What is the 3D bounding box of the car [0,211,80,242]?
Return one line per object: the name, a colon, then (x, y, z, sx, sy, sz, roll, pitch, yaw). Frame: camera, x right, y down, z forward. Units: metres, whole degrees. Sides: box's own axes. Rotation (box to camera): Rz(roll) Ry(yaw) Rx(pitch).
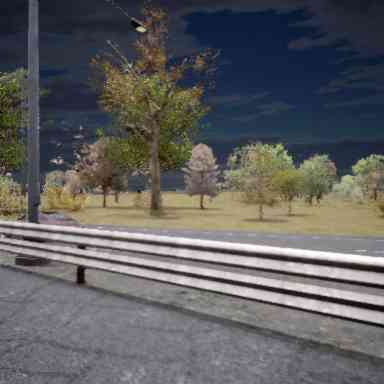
car: (-7.885, 1.706, 17.213, 4.181, 1.385, 1.994, 0, 0, 20)
